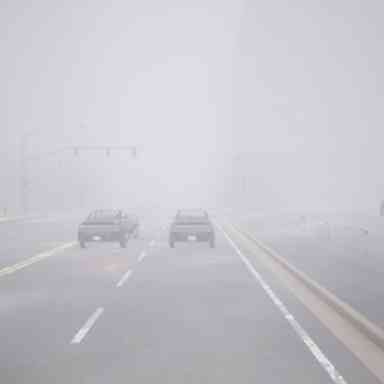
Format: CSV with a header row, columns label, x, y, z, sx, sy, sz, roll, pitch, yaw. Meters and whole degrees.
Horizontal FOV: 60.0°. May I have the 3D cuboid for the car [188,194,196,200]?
label,x,y,z,sx,sy,sz,roll,pitch,yaw
car,0.000,1.466,86.553,1.895,1.301,4.718,0,0,0

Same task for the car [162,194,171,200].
label,x,y,z,sx,sy,sz,roll,pitch,yaw
car,-7.000,1.348,91.285,2.097,1.767,4.553,0,0,0

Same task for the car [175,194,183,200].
label,x,y,z,sx,sy,sz,roll,pitch,yaw
car,-3.500,1.371,86.523,1.837,1.490,4.892,0,0,0

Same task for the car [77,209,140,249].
label,x,y,z,sx,sy,sz,roll,pitch,yaw
car,-3.500,1.493,14.650,2.128,1.511,4.902,0,0,0

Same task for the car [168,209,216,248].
label,x,y,z,sx,sy,sz,roll,pitch,yaw
car,0.000,1.493,14.650,2.128,1.511,4.902,0,0,0

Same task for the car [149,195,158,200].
label,x,y,z,sx,sy,sz,roll,pitch,yaw
car,-10.500,1.470,91.255,1.882,1.535,5.008,0,0,0
